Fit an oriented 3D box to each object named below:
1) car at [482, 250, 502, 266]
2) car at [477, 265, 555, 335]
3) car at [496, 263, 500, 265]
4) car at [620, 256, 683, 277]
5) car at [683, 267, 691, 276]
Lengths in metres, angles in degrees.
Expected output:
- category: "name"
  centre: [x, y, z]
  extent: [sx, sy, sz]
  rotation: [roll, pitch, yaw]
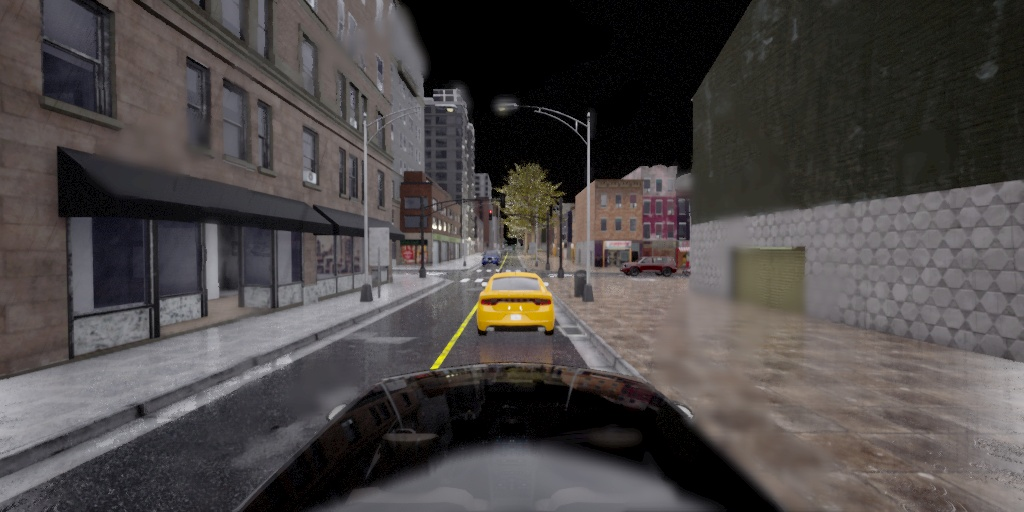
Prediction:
- category: "car"
  centre: [-2.836, 0.272, 48.477]
  extent: [2.150, 2.045, 5.566]
  rotation: [0, 2, 0]
- category: "car"
  centre: [0.097, 1.205, 10.467]
  extent: [1.882, 1.535, 5.008]
  rotation: [0, 0, 0]
- category: "car"
  centre: [0.071, 1.249, 19.909]
  extent: [1.895, 1.301, 4.718]
  rotation: [0, 1, 0]
- category: "car"
  centre: [12.707, 0.950, 33.441]
  extent: [5.009, 1.841, 2.192]
  rotation: [0, 0, 0]
- category: "car"
  centre: [18.109, 1.294, 33.449]
  extent: [4.207, 1.307, 1.802]
  rotation: [0, 0, 0]
